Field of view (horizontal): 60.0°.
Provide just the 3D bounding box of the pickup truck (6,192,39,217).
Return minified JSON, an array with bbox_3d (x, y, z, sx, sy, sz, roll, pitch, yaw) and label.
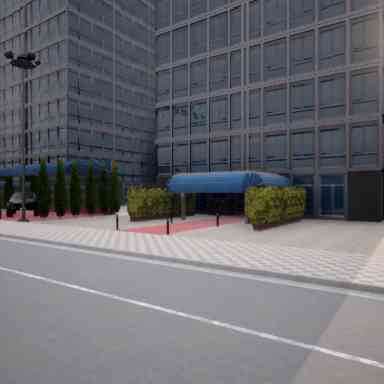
[{"bbox_3d":[-15.165,1.059,30.077,2.390,2.098,6.274,0,0,-25],"label":"pickup truck"}]
